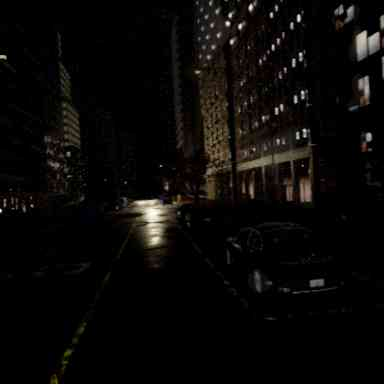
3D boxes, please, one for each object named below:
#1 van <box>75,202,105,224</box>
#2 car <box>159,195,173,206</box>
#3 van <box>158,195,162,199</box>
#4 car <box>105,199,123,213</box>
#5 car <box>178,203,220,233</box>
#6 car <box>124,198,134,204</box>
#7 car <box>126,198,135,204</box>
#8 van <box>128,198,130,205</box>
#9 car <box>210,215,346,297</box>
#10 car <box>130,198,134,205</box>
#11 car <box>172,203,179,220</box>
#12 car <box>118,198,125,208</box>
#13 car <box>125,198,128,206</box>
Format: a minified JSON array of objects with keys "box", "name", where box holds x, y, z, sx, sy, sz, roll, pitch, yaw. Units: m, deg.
[{"box":[-9.136,1.810,29.432,1.690,1.788,3.998,-4,0,-7],"name":"van"},{"box":[-4.292,1.691,58.379,1.802,1.307,4.206,-5,0,-7],"name":"car"},{"box":[-8.479,1.653,91.869,1.690,1.788,3.998,-5,0,-7],"name":"van"},{"box":[-11.205,2.105,46.178,2.008,1.369,4.403,-4,0,-7],"name":"car"},{"box":[0.571,1.473,19.305,1.947,1.339,4.313,-5,0,-7],"name":"car"},{"box":[-16.067,2.334,85.252,2.008,1.369,4.403,-5,0,-7],"name":"car"},{"box":[-16.762,2.369,90.834,2.008,1.369,4.403,-5,0,-7],"name":"car"},{"box":[-13.305,1.991,62.923,1.690,1.788,3.998,-5,0,-7],"name":"van"},{"box":[1.960,1.409,8.140,2.008,1.369,4.403,-5,0,-7],"name":"car"},{"box":[-14.679,2.260,74.087,1.887,1.381,4.507,-5,0,-7],"name":"car"},{"box":[-0.124,1.499,24.887,1.947,1.339,4.313,-5,0,-7],"name":"car"},{"box":[-11.881,2.110,51.592,1.752,1.417,4.829,-4,0,-7],"name":"car"},{"box":[-12.595,2.162,57.342,1.887,1.381,4.507,-5,0,-7],"name":"car"}]
